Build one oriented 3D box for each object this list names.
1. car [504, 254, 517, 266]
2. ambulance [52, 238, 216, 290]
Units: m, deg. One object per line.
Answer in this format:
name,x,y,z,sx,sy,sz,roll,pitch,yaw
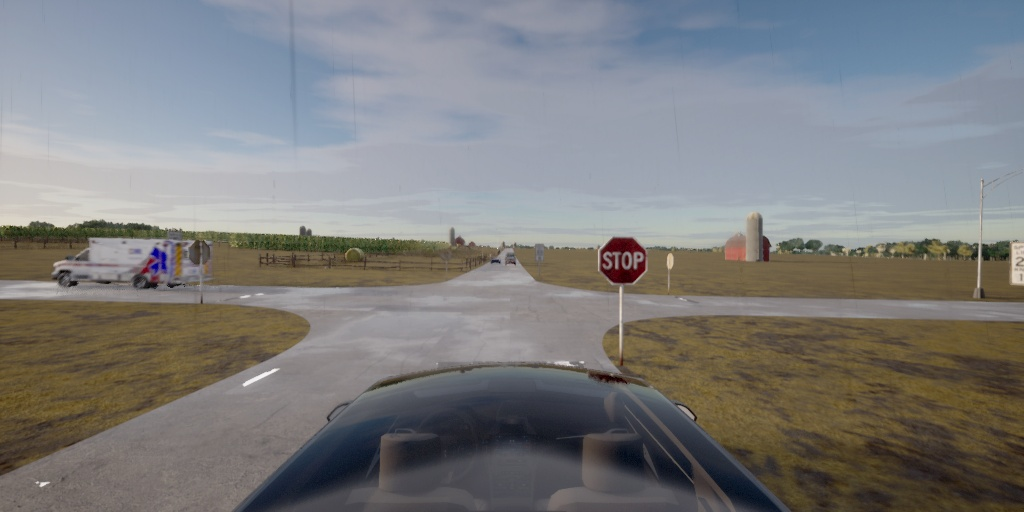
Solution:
car,-0.247,0.868,61.349,1.837,1.490,4.892,0,1,0
ambulance,-18.930,0.369,18.031,6.366,2.431,2.351,1,0,0
